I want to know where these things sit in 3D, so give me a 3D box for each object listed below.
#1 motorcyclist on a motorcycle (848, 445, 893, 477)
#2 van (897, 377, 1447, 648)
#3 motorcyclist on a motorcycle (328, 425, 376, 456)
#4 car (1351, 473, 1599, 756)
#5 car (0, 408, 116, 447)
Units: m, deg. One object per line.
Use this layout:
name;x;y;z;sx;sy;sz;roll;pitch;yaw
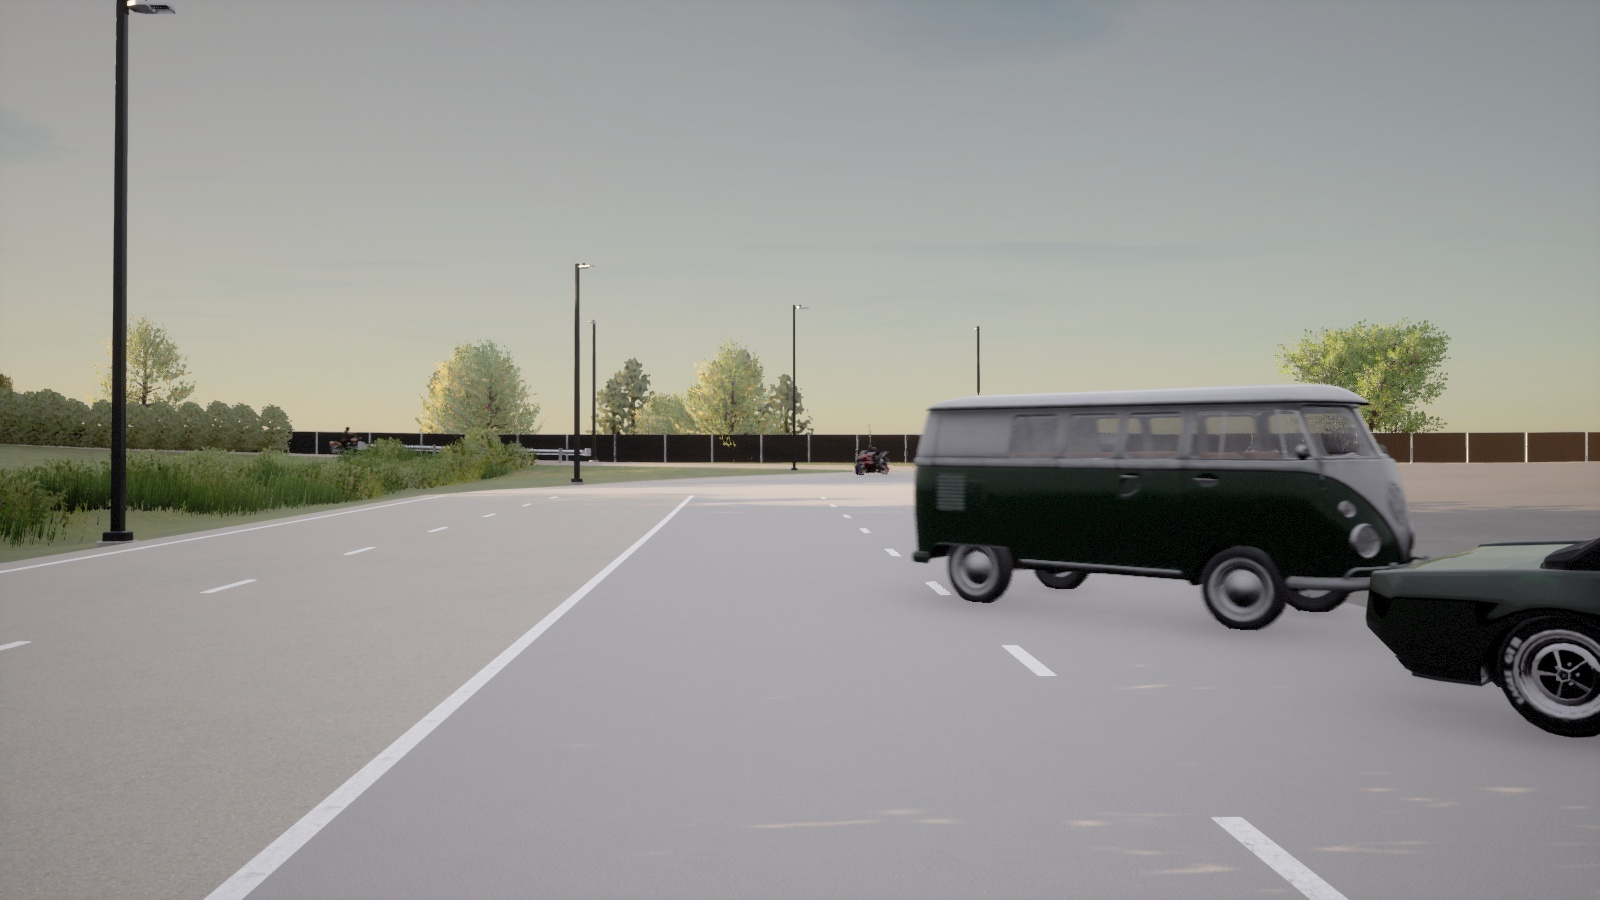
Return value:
motorcyclist on a motorcycle;3.403;0.525;60.615;2.191;1.530;0.866;-1;1;-41
van;3.179;0.441;11.364;4.442;1.987;1.775;0;1;43
motorcyclist on a motorcycle;-25.065;-0.522;70.280;2.350;1.649;0.766;2;-2;-35
car;5.436;0.804;6.008;1.895;1.301;4.718;-4;1;-43
car;-34.841;-1.000;58.531;1.882;1.535;5.008;-1;-2;25
